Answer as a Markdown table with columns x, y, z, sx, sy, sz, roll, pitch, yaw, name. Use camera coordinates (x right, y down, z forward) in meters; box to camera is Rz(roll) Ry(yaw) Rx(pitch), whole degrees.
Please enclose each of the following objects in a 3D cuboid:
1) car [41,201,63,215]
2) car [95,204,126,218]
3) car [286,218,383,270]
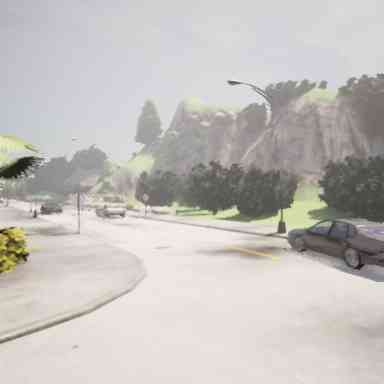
| x | y | z | sx | sy | sz | roll | pitch | yaw | name |
| --- | --- | --- | --- | --- | --- | --- | --- | --- | --- |
| -16.592 | 1.897 | 39.295 | 1.837 | 1.490 | 4.892 | 0 | 0 | -32 | car |
| -8.444 | 1.907 | 34.149 | 1.895 | 1.301 | 4.718 | 0 | -1 | -32 | car |
| 5.298 | 1.604 | 11.383 | 2.033 | 1.411 | 5.357 | 0 | 0 | -13 | car |
